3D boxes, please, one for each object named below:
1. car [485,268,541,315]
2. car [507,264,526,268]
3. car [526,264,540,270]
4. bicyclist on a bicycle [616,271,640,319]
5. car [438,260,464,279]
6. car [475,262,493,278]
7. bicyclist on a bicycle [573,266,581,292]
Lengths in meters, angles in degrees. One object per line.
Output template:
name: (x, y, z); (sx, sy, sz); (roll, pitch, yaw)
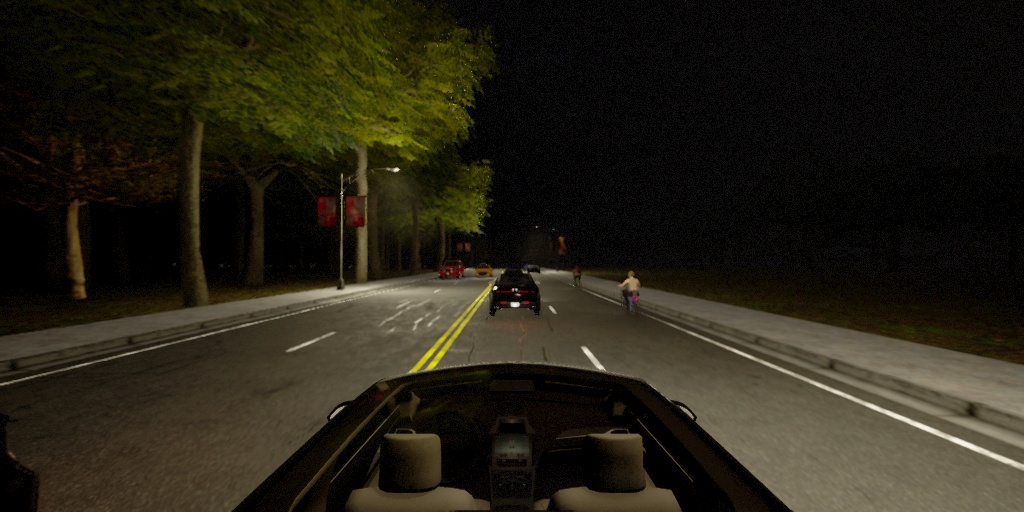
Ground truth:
car: (0.106, 1.419, 14.485); (1.837, 1.490, 4.892); (0, -1, 0)
car: (0.114, 1.689, 32.979); (1.812, 1.442, 4.674); (0, -1, 0)
car: (3.375, 2.093, 56.415); (1.895, 1.301, 4.718); (0, -1, 0)
bicyclist on a bicycle: (4.170, 1.327, 12.639); (0.866, 1.612, 1.509); (0, -1, 0)
car: (-6.578, 1.473, 39.519); (2.150, 2.045, 5.566); (0, -1, 0)
car: (-3.319, 1.780, 43.024); (1.882, 1.535, 5.008); (0, -1, 0)
bicyclist on a bicycle: (4.152, 1.478, 22.834); (0.582, 1.620, 1.656); (0, -1, 0)
